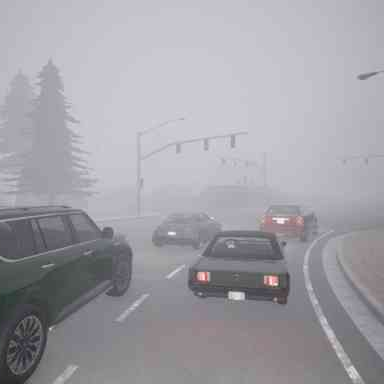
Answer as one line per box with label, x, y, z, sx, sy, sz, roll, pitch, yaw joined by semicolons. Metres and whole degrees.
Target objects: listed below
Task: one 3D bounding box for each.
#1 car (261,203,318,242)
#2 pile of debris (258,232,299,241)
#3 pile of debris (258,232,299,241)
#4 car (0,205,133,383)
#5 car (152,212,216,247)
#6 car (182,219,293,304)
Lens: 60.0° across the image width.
car;4.867;1.316;16.437;2.097;1.767;4.553;0;0;28
pile of debris;4.246;2.141;16.199;1.500;0.140;1.860;0;0;29
pile of debris;4.246;2.141;16.199;1.500;0.140;1.860;0;0;29
car;-2.774;1.222;5.591;2.150;2.045;5.566;0;0;8
car;-0.071;1.544;14.540;1.994;1.385;4.181;0;0;20
car;1.354;1.587;8.176;1.895;1.301;4.718;0;0;14
